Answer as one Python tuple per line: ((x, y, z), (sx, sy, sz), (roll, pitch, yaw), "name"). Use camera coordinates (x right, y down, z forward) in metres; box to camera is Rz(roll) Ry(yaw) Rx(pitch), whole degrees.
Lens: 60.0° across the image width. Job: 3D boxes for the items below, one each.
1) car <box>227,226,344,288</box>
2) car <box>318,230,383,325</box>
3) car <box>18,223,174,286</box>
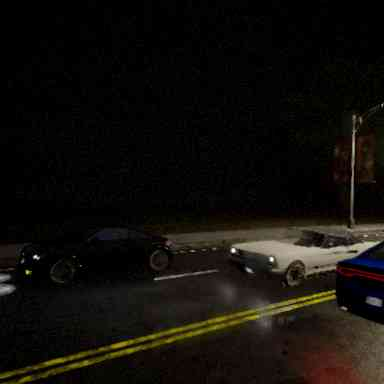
((3.342, 1.695, 9.558), (4.718, 1.301, 1.895), (1, -1, -31), "car")
((4.905, 1.559, 6.435), (5.008, 1.535, 1.882), (1, -1, -32), "car")
((-2.630, 1.607, 9.562), (4.181, 1.385, 1.994), (1, -1, -33), "car")
